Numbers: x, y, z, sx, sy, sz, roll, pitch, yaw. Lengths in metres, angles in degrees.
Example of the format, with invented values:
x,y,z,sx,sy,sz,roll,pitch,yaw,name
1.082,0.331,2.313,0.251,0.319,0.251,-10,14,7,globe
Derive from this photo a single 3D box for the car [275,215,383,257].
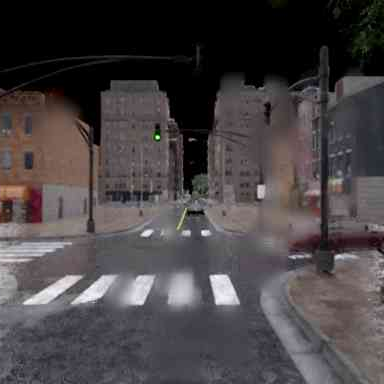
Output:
x,y,z,sx,sy,sz,roll,pitch,yaw,name
5.355,1.595,12.343,4.674,1.442,1.812,0,-2,-18,car

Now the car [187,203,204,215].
x,y,z,sx,sy,sz,roll,pitch,yaw,name
0.405,1.952,40.076,1.994,1.385,4.181,0,-1,0,car
